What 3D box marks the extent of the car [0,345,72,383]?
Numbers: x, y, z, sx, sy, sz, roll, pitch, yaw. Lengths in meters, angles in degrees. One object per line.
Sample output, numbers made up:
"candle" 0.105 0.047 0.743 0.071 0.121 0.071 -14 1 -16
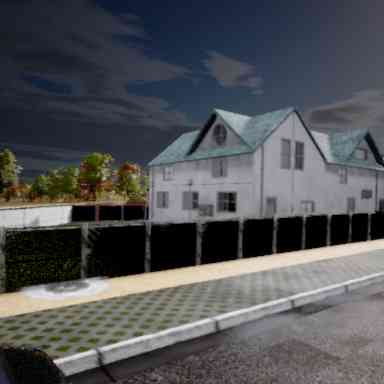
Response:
"car" -2.529 1.547 1.288 4.181 1.385 1.994 1 0 -36
